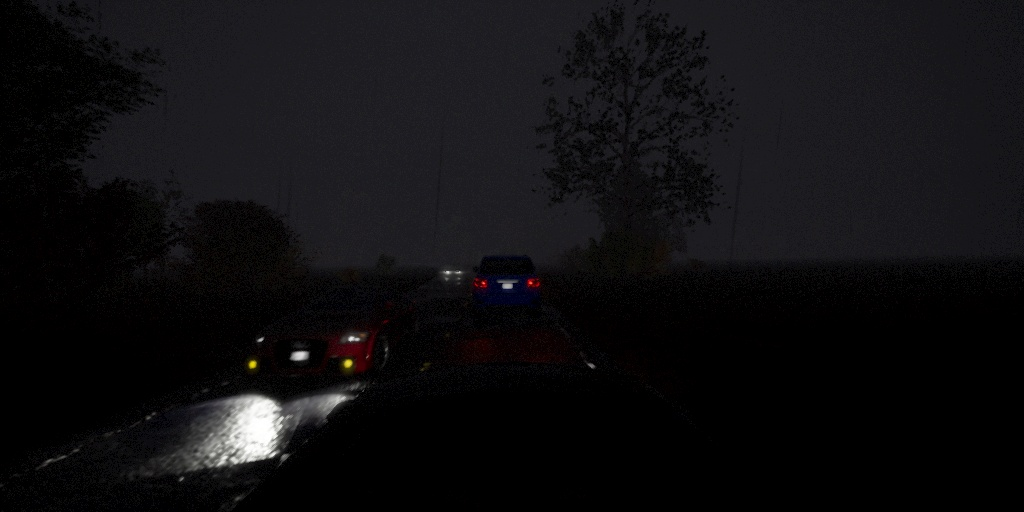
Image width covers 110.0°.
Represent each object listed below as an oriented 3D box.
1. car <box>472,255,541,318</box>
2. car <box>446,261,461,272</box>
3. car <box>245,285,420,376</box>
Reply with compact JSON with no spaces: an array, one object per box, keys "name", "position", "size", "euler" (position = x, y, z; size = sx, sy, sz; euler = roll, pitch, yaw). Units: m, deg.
[{"name":"car","position":[-0.261,0.973,13.168],"size":[2.150,2.045,5.566],"euler":[0,0,-3]},{"name":"car","position":[-8.057,1.361,49.203],"size":[1.812,1.442,4.674],"euler":[0,0,-11]},{"name":"car","position":[-3.252,1.319,7.390],"size":[1.994,1.385,4.181],"euler":[0,0,-2]}]
